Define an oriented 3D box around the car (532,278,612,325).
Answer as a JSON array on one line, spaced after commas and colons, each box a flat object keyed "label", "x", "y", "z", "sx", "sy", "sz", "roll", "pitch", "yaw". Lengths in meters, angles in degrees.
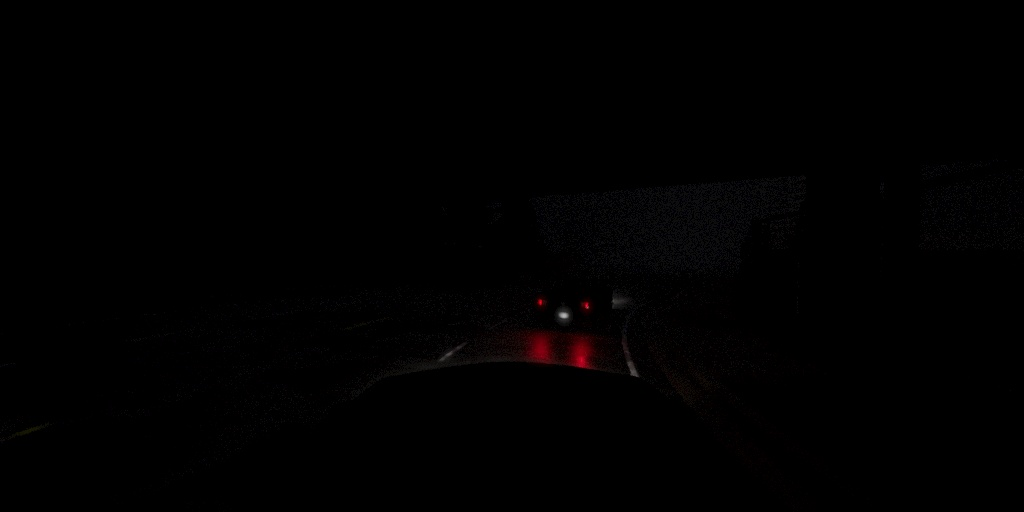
[{"label": "car", "x": 2.250, "y": 1.373, "z": 12.051, "sx": 1.895, "sy": 1.301, "sz": 4.718, "roll": 1, "pitch": 0, "yaw": 21}]
